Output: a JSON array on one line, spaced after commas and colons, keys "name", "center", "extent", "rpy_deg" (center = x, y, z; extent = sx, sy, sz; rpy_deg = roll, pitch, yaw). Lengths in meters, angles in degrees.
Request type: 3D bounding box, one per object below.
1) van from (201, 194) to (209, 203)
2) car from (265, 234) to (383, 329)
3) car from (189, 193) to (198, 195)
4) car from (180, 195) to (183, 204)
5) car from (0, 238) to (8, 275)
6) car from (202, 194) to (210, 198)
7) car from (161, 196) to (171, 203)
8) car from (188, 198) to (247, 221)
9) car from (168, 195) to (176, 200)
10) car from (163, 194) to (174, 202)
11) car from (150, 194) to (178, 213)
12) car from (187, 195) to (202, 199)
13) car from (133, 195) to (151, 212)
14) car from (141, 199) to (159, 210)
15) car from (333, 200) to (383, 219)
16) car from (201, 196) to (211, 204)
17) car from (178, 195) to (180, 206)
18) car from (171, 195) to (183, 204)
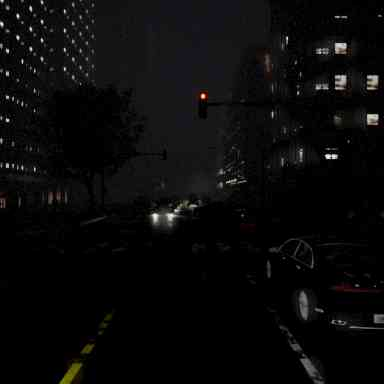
[{"name": "van", "center": [2.802, 1.401, 72.394], "extent": [1.690, 1.788, 3.998], "rpy_deg": [0, 0, 0]}, {"name": "car", "center": [2.700, 1.551, 6.868], "extent": [2.008, 1.369, 4.403], "rpy_deg": [0, 0, 0]}, {"name": "car", "center": [0.124, 1.296, 78.741], "extent": [2.150, 2.045, 5.566], "rpy_deg": [0, 0, 0]}, {"name": "car", "center": [-3.007, 1.563, 55.402], "extent": [1.812, 1.442, 4.674], "rpy_deg": [0, 0, 1]}, {"name": "car", "center": [-5.680, 1.545, 6.881], "extent": [1.887, 1.381, 4.507], "rpy_deg": [0, 0, 0]}, {"name": "car", "center": [2.785, 1.610, 61.347], "extent": [1.947, 1.339, 4.313], "rpy_deg": [0, 0, 0]}, {"name": "car", "center": [-5.579, 1.626, 72.407], "extent": [1.947, 1.339, 4.313], "rpy_deg": [0, 0, 0]}, {"name": "car", "center": [2.155, 1.523, 27.138], "extent": [4.892, 1.490, 1.837], "rpy_deg": [1, 3, 43]}, {"name": "car", "center": [-5.545, 1.653, 94.498], "extent": [2.008, 1.369, 4.403], "rpy_deg": [0, 0, 0]}, {"name": "car", "center": [-5.571, 1.385, 77.929], "extent": [2.192, 1.841, 5.009], "rpy_deg": [0, 0, 0]}, {"name": "car", "center": [-3.042, 1.370, 37.003], "extent": [2.097, 1.767, 4.553], "rpy_deg": [0, 0, 0]}, {"name": "car", "center": [0.197, 1.584, 55.197], "extent": [2.033, 1.411, 5.357], "rpy_deg": [0, 0, 0]}, {"name": "car", "center": [-5.631, 1.336, 39.270], "extent": [2.192, 1.841, 5.009], "rpy_deg": [0, 0, 0]}, {"name": "car", "center": [-5.622, 1.592, 44.793], "extent": [1.947, 1.339, 4.313], "rpy_deg": [0, 0, 0]}, {"name": "car", "center": [13.467, 1.350, 26.257], "extent": [4.403, 1.369, 2.008], "rpy_deg": [-1, 1, 0]}, {"name": "car", "center": [2.794, 1.577, 67.040], "extent": [1.752, 1.417, 4.829], "rpy_deg": [0, 0, 0]}, {"name": "car", "center": [-3.023, 1.505, 46.094], "extent": [1.882, 1.535, 5.008], "rpy_deg": [0, 0, 0]}, {"name": "car", "center": [-2.938, 1.401, 65.333], "extent": [2.097, 1.767, 4.553], "rpy_deg": [0, 0, 1]}]
